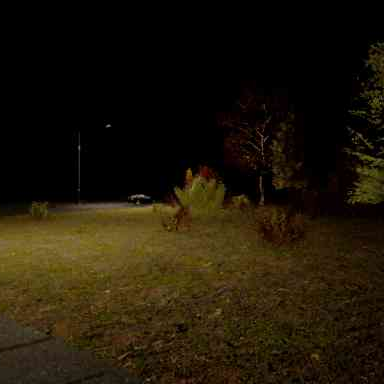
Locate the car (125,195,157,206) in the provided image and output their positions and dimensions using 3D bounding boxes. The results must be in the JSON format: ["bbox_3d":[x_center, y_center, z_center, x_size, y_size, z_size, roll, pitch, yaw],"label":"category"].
[{"bbox_3d":[-6.995,1.108,46.399,2.128,1.511,4.902,2,2,40],"label":"car"}]
